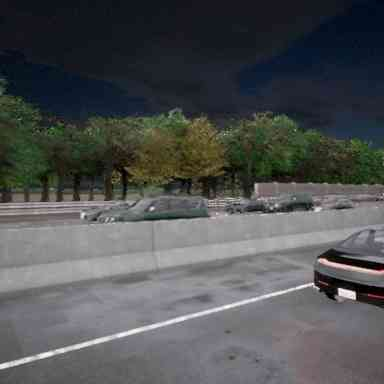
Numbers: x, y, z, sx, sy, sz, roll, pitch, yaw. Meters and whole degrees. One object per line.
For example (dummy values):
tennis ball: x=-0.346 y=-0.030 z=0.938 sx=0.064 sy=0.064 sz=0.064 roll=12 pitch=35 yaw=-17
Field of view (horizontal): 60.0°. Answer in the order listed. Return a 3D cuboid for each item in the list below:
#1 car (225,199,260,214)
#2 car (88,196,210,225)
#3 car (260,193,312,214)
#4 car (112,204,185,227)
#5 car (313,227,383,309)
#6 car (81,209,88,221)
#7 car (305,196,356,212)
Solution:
car: x=5.833 y=1.448 z=33.696 sx=5.357 sy=1.411 sz=2.033 roll=-1 pitch=0 yaw=-36
car: x=-1.662 y=1.210 z=15.670 sx=5.566 sy=2.045 sz=2.150 roll=0 pitch=0 yaw=-35
car: x=9.563 y=1.102 z=32.151 sx=5.566 sy=2.045 sz=2.150 roll=-1 pitch=1 yaw=-35
car: x=-2.984 y=1.580 z=23.184 sx=4.718 sy=1.301 sz=1.895 roll=0 pitch=0 yaw=-35
car: x=4.568 y=1.482 z=6.965 sx=4.902 sy=1.511 sz=2.128 roll=0 pitch=0 yaw=-35
car: x=-5.735 y=1.475 z=24.763 sx=4.902 sy=1.511 sz=2.128 roll=0 pitch=0 yaw=-38
car: x=12.939 y=1.359 z=30.246 sx=4.902 sy=1.511 sz=2.128 roll=-1 pitch=0 yaw=-35
